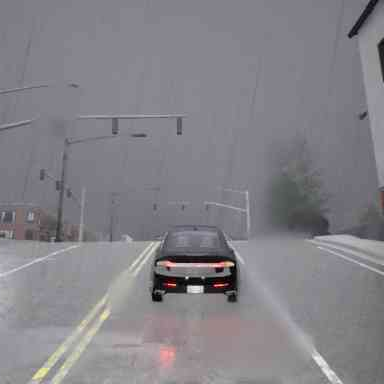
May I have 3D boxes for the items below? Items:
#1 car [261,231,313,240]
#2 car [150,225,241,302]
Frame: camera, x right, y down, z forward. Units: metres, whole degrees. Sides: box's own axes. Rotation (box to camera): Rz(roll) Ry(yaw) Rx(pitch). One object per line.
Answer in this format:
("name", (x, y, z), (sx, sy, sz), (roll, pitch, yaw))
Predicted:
("car", (7.705, 3.884, 27.131), (4.181, 1.385, 1.994), (-3, -14, 12))
("car", (0.077, 1.595, 8.501), (2.128, 1.511, 4.902), (0, -1, 0))
